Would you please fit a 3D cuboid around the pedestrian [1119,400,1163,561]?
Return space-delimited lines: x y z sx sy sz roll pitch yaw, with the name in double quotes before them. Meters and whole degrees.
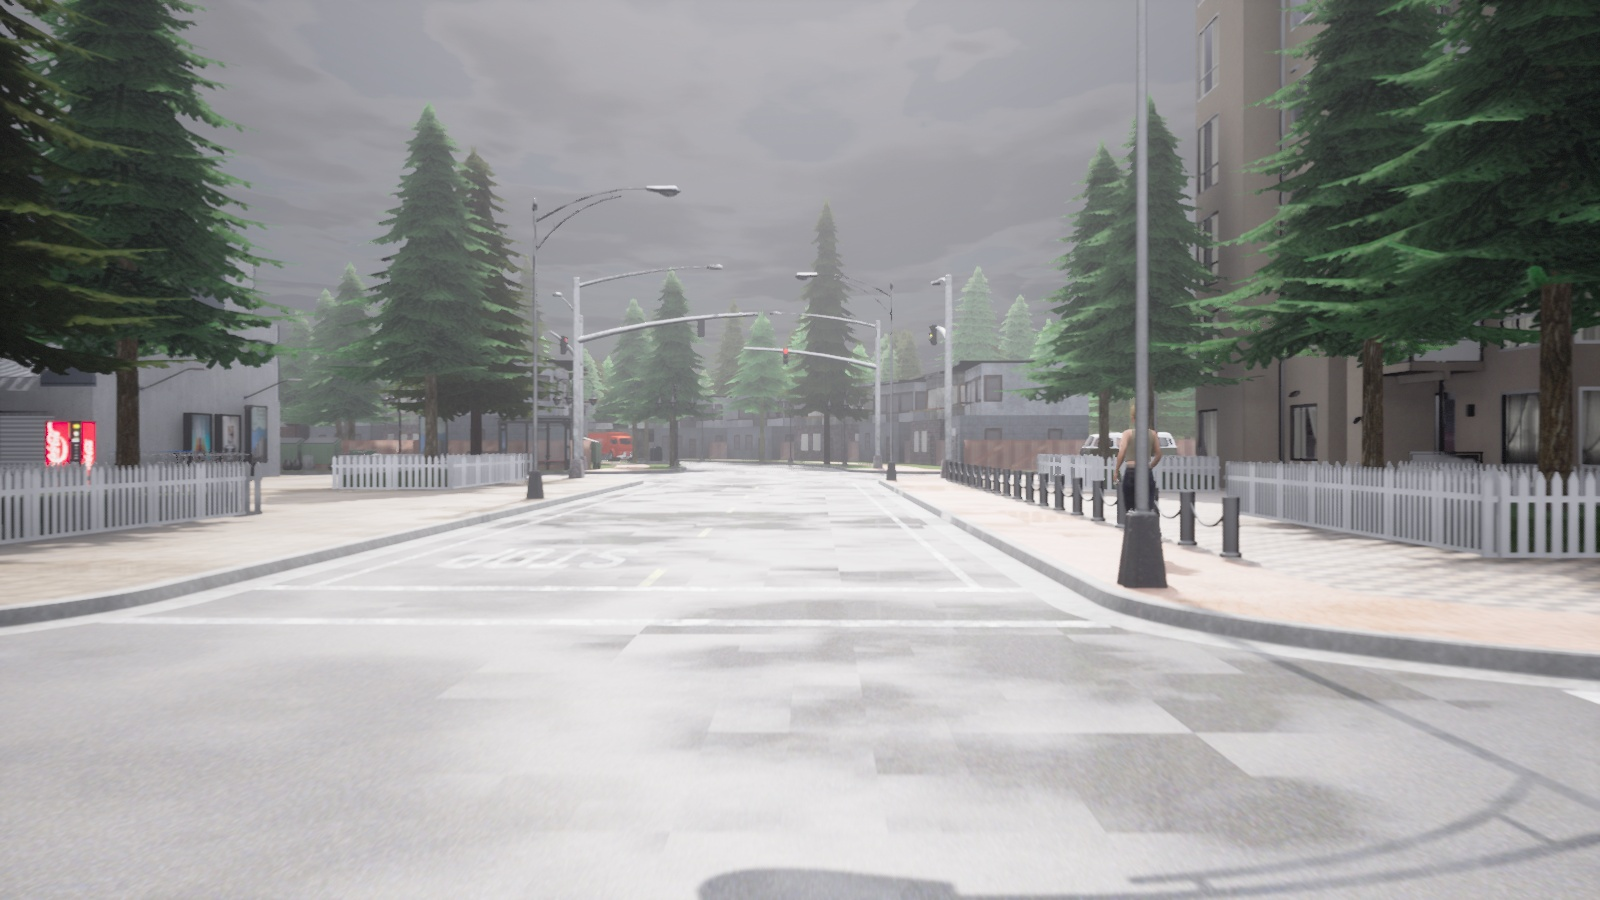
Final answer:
"pedestrian" 3.973 0.346 14.653 0.345 1.836 0.594 0 0 0

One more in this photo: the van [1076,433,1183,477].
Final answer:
"van" 15.364 0.217 58.776 4.480 2.038 2.069 0 0 2
